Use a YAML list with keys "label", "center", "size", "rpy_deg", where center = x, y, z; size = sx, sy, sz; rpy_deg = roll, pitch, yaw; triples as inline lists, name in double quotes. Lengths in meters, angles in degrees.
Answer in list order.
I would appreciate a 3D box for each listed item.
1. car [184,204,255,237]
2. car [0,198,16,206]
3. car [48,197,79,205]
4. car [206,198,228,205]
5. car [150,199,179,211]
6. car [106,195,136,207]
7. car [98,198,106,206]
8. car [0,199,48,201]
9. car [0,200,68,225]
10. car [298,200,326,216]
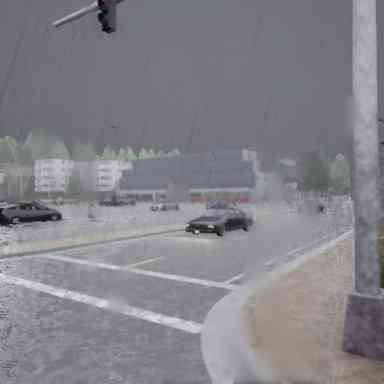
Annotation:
- label: "car"
  center: [1.776, 1.623, 19.037]
  size: [2.033, 1.411, 5.357]
  rpy_deg: [-1, 0, 35]
- label: "car"
  center: [-37.185, 2.009, 65.001]
  size: [2.007, 1.523, 4.514]
  rpy_deg: [-1, 0, 35]
- label: "car"
  center: [-24.700, 1.736, 65.126]
  size: [2.152, 1.636, 5.027]
  rpy_deg: [-1, 0, 35]
- label: "car"
  center: [3.333, 1.566, 45.387]
  size: [1.845, 1.501, 3.633]
  rpy_deg: [-1, 0, 35]
- label: "car"
  center: [-3.411, 1.625, 41.089]
  size: [1.970, 1.475, 3.806]
  rpy_deg: [-1, 0, 35]
- label: "car"
  center: [-11.697, 1.501, 56.320]
  size: [1.932, 1.855, 4.605]
  rpy_deg: [-1, 0, 35]
- label: "car"
  center: [-14.299, 1.514, 57.677]
  size: [1.905, 1.878, 3.866]
  rpy_deg: [-1, 0, 35]
- label: "car"
  center: [-14.399, 1.609, 26.000]
  size: [2.152, 1.636, 5.027]
  rpy_deg: [-1, 0, 35]
- label: "car"
  center: [-11.818, 1.582, 24.216]
  size: [2.007, 1.523, 4.514]
  rpy_deg: [-1, 0, 35]
- label: "car"
  center: [12.295, 1.534, 33.972]
  size: [2.128, 1.511, 4.902]
  rpy_deg: [-1, -1, 35]
